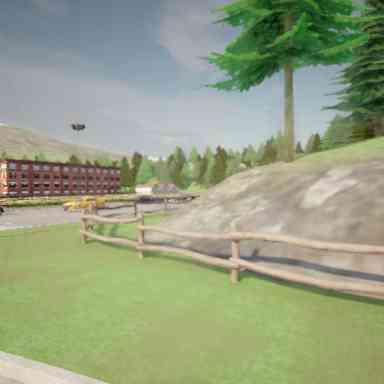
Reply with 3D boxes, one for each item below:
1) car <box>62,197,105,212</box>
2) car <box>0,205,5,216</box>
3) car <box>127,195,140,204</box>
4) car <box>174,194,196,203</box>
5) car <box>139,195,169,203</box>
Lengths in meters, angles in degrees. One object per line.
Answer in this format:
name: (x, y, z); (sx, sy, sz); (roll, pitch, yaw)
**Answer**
car: (-11.658, 1.318, 35.975); (1.882, 1.535, 5.008); (0, 1, 29)
car: (-19.135, 1.549, 29.776); (1.994, 1.385, 4.181); (0, 1, 29)
car: (-8.501, 1.185, 55.697); (2.033, 1.411, 5.357); (0, 1, 30)
car: (-1.099, 1.038, 54.511); (1.882, 1.535, 5.008); (0, 0, 30)
car: (-5.791, 1.224, 53.389); (1.895, 1.301, 4.718); (0, 1, 30)
